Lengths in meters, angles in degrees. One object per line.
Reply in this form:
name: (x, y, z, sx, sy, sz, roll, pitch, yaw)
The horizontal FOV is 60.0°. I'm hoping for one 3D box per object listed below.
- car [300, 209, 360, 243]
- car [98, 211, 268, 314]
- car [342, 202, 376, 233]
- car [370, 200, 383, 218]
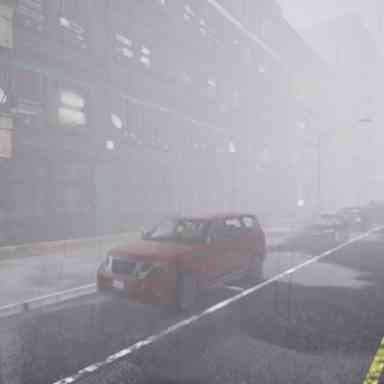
car: (7.040, 1.775, 17.335, 2.008, 1.369, 4.403, -1, -1, 37)
car: (0.140, 1.450, 8.287, 2.192, 1.841, 5.009, -1, -1, 37)
car: (10.489, 1.710, 21.862, 1.967, 1.590, 4.097, -1, -1, 37)
car: (17.387, 1.680, 30.913, 2.192, 1.841, 5.009, -1, -1, 37)
